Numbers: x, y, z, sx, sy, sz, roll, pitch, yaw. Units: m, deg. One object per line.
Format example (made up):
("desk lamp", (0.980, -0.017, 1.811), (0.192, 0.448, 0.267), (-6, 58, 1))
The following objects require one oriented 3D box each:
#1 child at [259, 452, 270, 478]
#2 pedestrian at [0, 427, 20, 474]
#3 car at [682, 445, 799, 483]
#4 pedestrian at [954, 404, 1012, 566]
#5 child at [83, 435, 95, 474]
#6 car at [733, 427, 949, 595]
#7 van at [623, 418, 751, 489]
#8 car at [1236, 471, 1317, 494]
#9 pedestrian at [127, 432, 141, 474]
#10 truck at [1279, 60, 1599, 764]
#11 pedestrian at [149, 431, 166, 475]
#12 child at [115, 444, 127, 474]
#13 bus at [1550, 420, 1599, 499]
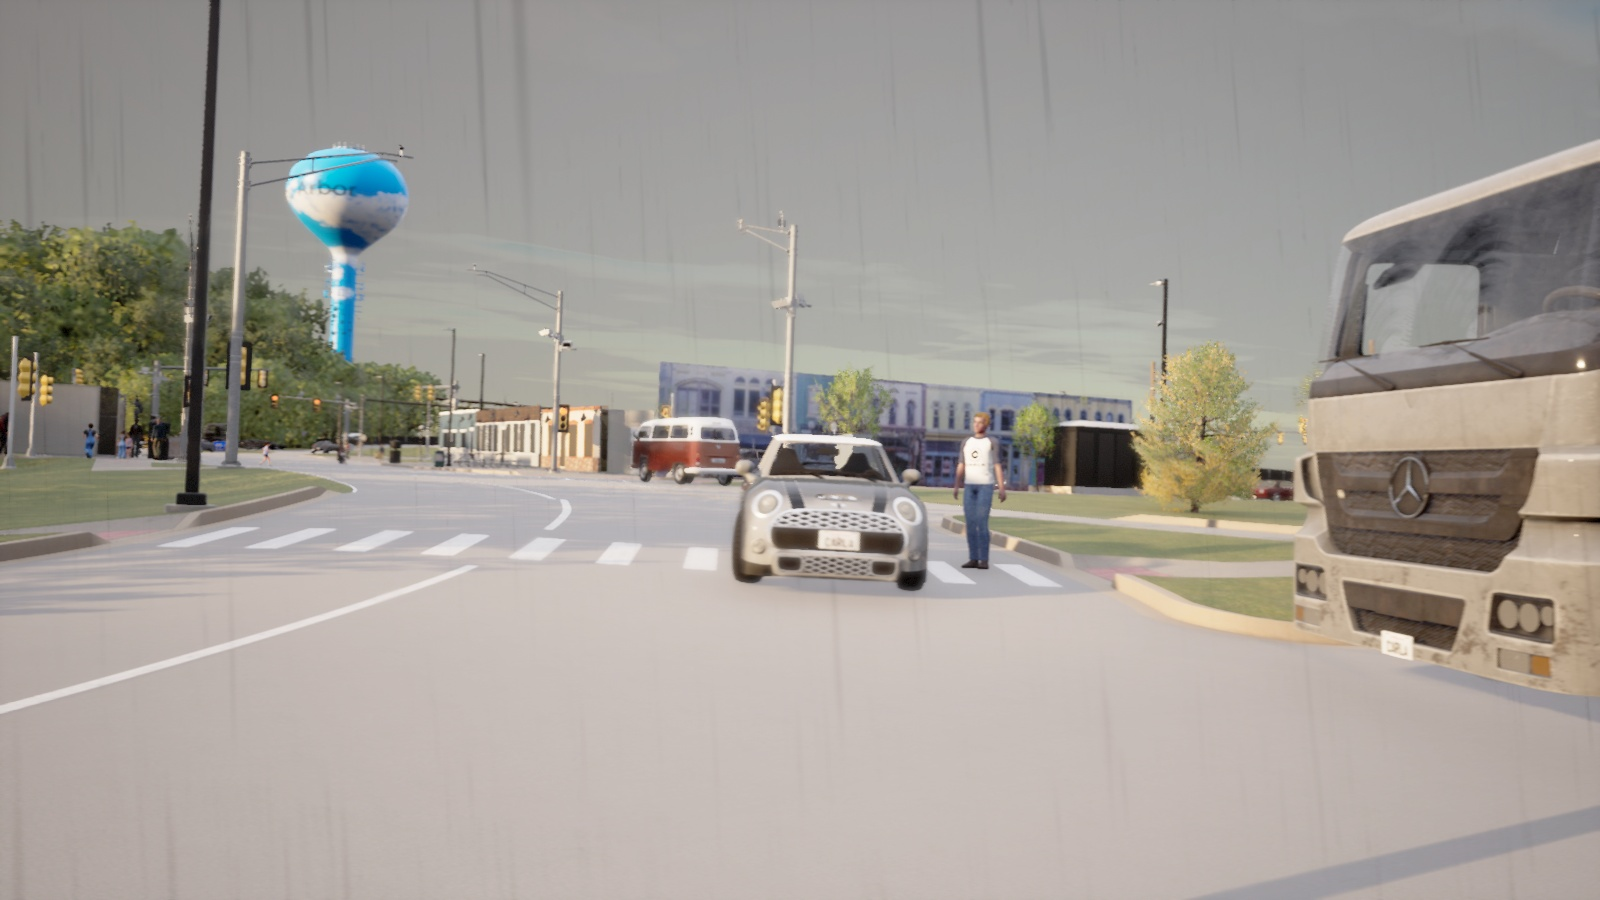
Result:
("child", (-22.978, 0.654, 53.924), (0.394, 1.110, 0.255), (2, -2, -26))
("pedestrian", (-31.254, 0.027, 49.336), (0.899, 1.844, 0.634), (1, -2, -23))
("car", (-2.765, 0.676, 58.579), (5.027, 1.651, 2.152), (2, -2, -28))
("pedestrian", (2.141, 0.408, 14.666), (0.354, 1.836, 0.706), (0, -2, 38))
("child", (-23.409, 0.148, 41.340), (0.270, 1.263, 0.437), (2, -2, -37))
("car", (0.285, 0.545, 13.673), (1.970, 1.475, 3.806), (2, 2, -3))
("van", (-3.550, 0.118, 38.619), (2.069, 2.038, 4.480), (2, -1, -32))
("car", (26.728, 1.809, 70.440), (4.718, 1.301, 1.895), (1, -1, -35))
("pedestrian", (-30.379, 0.142, 57.292), (0.402, 1.930, 0.666), (1, -2, -20))
("truck", (7.607, -0.221, 8.137), (7.936, 3.462, 2.891), (-1, -1, -8))
("pedestrian", (-27.256, 0.134, 53.236), (0.402, 1.842, 0.726), (2, -2, -45))
("child", (-28.781, 0.376, 53.243), (0.270, 1.263, 0.437), (1, -2, -6))
("bus", (46.326, 0.519, 66.927), (3.944, 4.253, 10.273), (2, -2, -29))
